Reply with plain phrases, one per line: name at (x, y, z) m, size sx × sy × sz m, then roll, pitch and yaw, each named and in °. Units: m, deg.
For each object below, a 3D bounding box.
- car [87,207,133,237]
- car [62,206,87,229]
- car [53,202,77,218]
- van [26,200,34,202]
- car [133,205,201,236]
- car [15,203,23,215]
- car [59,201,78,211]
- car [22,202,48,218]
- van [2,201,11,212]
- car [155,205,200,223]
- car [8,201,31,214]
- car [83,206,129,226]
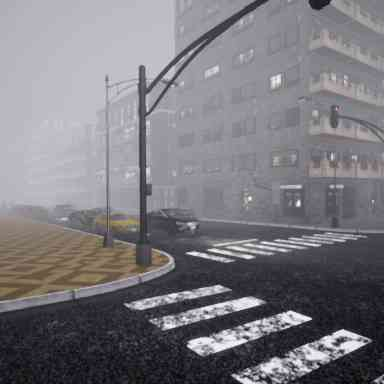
car at (-4.728, 1.865, 20.805) m, size 1.752 × 1.417 × 4.829 m, roll -2°, pitch 0°, yaw -36°
car at (-8.175, 2.002, 25.498) m, size 1.947 × 1.339 × 4.313 m, roll -2°, pitch 0°, yaw -36°
car at (-14.939, 2.165, 39.123) m, size 1.837 × 1.490 × 4.892 m, roll -1°, pitch 0°, yaw -36°
van at (-41.607, 2.831, 85.133) m, size 1.690 × 1.788 × 3.998 m, roll -2°, pitch 0°, yaw -36°
car at (-1.397, 1.775, 20.663) m, size 2.128 × 1.511 × 4.902 m, roll -1°, pitch -1°, yaw -36°
car at (-21.566, 2.392, 43.722) m, size 1.802 × 1.307 × 4.206 m, roll -2°, pitch 0°, yaw -36°
car at (-21.515, 2.366, 57.797) m, size 1.967 × 1.590 × 4.097 m, roll -2°, pitch 0°, yaw -36°
car at (-18.219, 2.262, 39.166) m, size 1.887 × 1.381 × 4.507 m, roll -2°, pitch 0°, yaw -36°
van at (-31.618, 2.433, 57.390) m, size 1.690 × 1.788 × 3.998 m, roll -2°, pitch 0°, yaw -36°
car at (-1.424, 1.915, 30.461) m, size 2.008 × 1.369 × 4.403 m, roll -2°, pitch 0°, yaw -36°
car at (-24.915, 2.449, 48.278) m, size 1.887 × 1.381 × 4.507 m, roll -2°, pitch 0°, yaw -36°
car at (-7.666, 2.006, 29.199) m, size 2.033 × 1.411 × 5.357 m, roll -1°, pitch -1°, yaw -36°
